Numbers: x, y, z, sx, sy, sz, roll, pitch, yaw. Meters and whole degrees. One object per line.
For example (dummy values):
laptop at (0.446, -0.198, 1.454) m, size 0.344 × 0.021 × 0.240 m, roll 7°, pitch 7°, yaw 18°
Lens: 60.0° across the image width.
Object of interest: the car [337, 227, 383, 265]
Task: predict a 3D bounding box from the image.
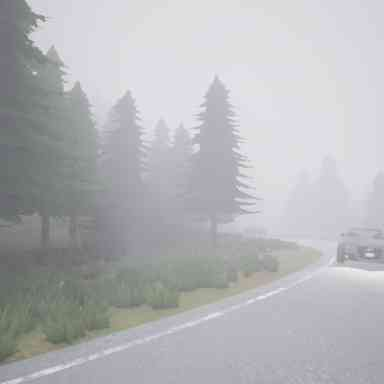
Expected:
car at (6.902, 2.116, 13.160) m, size 1.994 × 1.385 × 4.181 m, roll 1°, pitch -4°, yaw 25°

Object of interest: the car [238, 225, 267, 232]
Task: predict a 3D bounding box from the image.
car at (8.698, 5.430, 46.623) m, size 1.882 × 1.535 × 5.008 m, roll 2°, pitch -6°, yaw -14°

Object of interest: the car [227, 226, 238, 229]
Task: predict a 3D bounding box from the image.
car at (7.471, 6.516, 56.683) m, size 2.033 × 1.411 × 5.357 m, roll 1°, pitch -6°, yaw 5°
